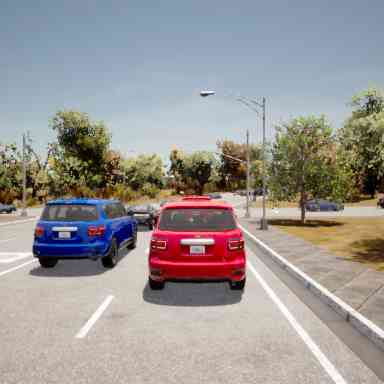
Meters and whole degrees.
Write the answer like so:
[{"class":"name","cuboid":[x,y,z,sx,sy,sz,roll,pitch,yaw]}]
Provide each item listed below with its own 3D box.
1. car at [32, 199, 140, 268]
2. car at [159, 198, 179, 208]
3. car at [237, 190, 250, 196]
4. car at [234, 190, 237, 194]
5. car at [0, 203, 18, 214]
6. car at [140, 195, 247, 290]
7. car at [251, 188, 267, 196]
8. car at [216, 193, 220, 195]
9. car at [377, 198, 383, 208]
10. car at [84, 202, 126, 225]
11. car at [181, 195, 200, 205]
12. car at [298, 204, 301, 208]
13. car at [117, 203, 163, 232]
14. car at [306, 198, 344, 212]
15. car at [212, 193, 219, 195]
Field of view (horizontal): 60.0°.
[{"class":"car","cuboid":[-3.353,1.235,11.514,2.150,2.045,5.566,0,0,1]},{"class":"car","cuboid":[-3.504,1.704,51.028,1.994,1.385,4.181,0,0,13]},{"class":"car","cuboid":[14.251,0.262,86.364,2.128,1.511,4.902,0,3,33]},{"class":"car","cuboid":[12.669,0.089,90.480,1.812,1.442,4.674,0,3,33]},{"class":"car","cuboid":[-22.992,1.815,38.057,5.357,1.411,2.033,-2,0,3]},{"class":"car","cuboid":[0.129,1.230,9.235,2.150,2.045,5.566,0,0,0]},{"class":"car","cuboid":[17.566,-0.079,85.080,2.150,2.045,5.566,0,3,33]},{"class":"car","cuboid":[5.345,1.013,77.284,1.994,1.385,4.181,0,3,26]},{"class":"car","cuboid":[26.655,1.047,42.272,5.566,2.045,2.150,-2,0,3]},{"class":"car","cuboid":[-6.639,1.584,25.856,1.812,1.442,4.674,0,0,3]},{"class":"car","cuboid":[-0.233,1.498,63.258,1.882,1.535,5.008,0,1,19]},{"class":"car","cuboid":[16.264,1.562,42.894,4.892,1.490,1.837,-1,0,3]},{"class":"car","cuboid":[-3.168,1.536,21.367,2.128,1.511,4.902,0,0,1]},{"class":"car","cuboid":[15.736,1.615,39.419,4.181,1.385,1.994,-1,0,4]},{"class":"car","cuboid":[0.281,1.260,19.603,2.150,2.045,5.566,0,0,1]}]
